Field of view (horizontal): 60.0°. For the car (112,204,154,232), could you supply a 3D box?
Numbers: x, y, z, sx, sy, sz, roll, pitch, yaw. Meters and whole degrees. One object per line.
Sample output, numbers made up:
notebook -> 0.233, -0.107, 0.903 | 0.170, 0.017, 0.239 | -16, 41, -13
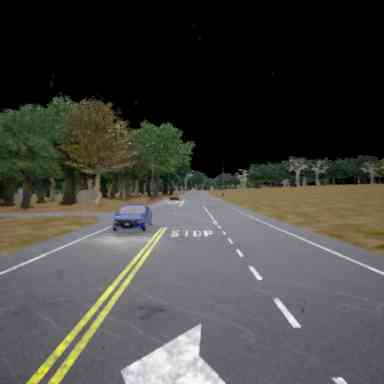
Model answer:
car -> -3.497, 1.469, 20.361 | 1.882, 1.535, 5.008 | 0, 0, 0

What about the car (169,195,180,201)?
car -> -3.484, 1.168, 66.330 | 1.895, 1.301, 4.718 | 0, 1, 0
